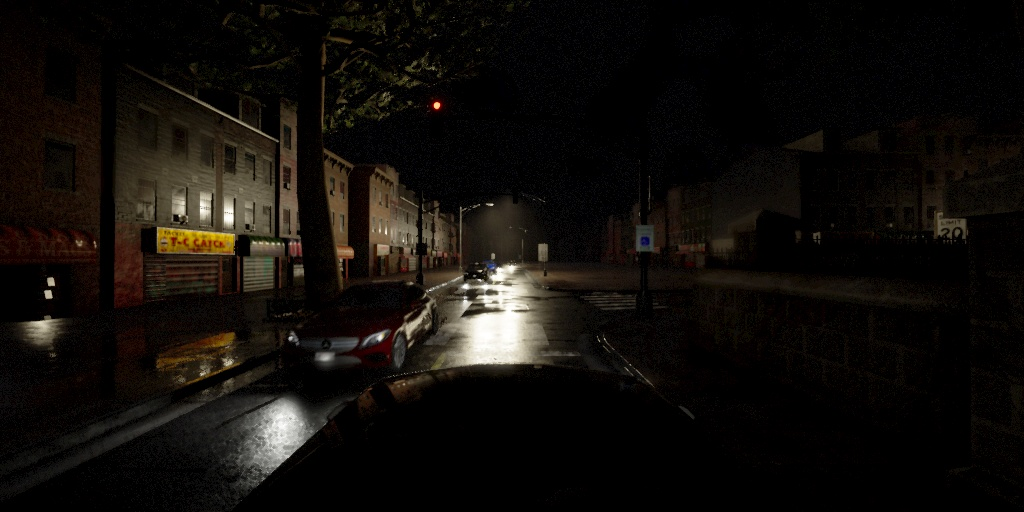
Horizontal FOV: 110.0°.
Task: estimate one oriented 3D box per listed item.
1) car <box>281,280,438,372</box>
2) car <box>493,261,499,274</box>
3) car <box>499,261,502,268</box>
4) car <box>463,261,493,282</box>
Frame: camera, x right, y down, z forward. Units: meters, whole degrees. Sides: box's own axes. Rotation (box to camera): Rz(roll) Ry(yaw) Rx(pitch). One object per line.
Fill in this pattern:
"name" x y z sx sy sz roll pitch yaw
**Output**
"car" -2.843 1.277 7.787 1.812 1.442 4.674 0 0 0
"car" -2.785 1.303 41.966 1.812 1.442 4.674 0 0 0
"car" -2.666 1.446 61.621 1.895 1.301 4.718 0 0 0
"car" -2.807 1.269 29.109 1.837 1.490 4.892 0 -1 0
